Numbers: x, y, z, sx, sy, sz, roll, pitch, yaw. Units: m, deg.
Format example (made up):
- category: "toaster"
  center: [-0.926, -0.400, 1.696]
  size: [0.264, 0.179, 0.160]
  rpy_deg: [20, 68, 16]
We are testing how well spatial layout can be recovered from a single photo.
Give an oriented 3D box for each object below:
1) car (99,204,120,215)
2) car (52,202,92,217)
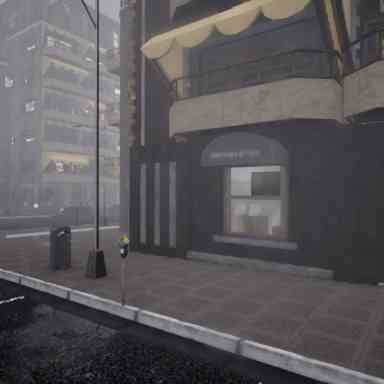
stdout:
- category: "car"
  center: [-9.407, 2.063, 39.871]
  size: [1.802, 1.307, 4.206]
  rpy_deg: [-1, -1, 35]
- category: "car"
  center: [-12.690, 1.821, 35.246]
  size: [1.967, 1.590, 4.097]
  rpy_deg: [-1, -1, 35]
